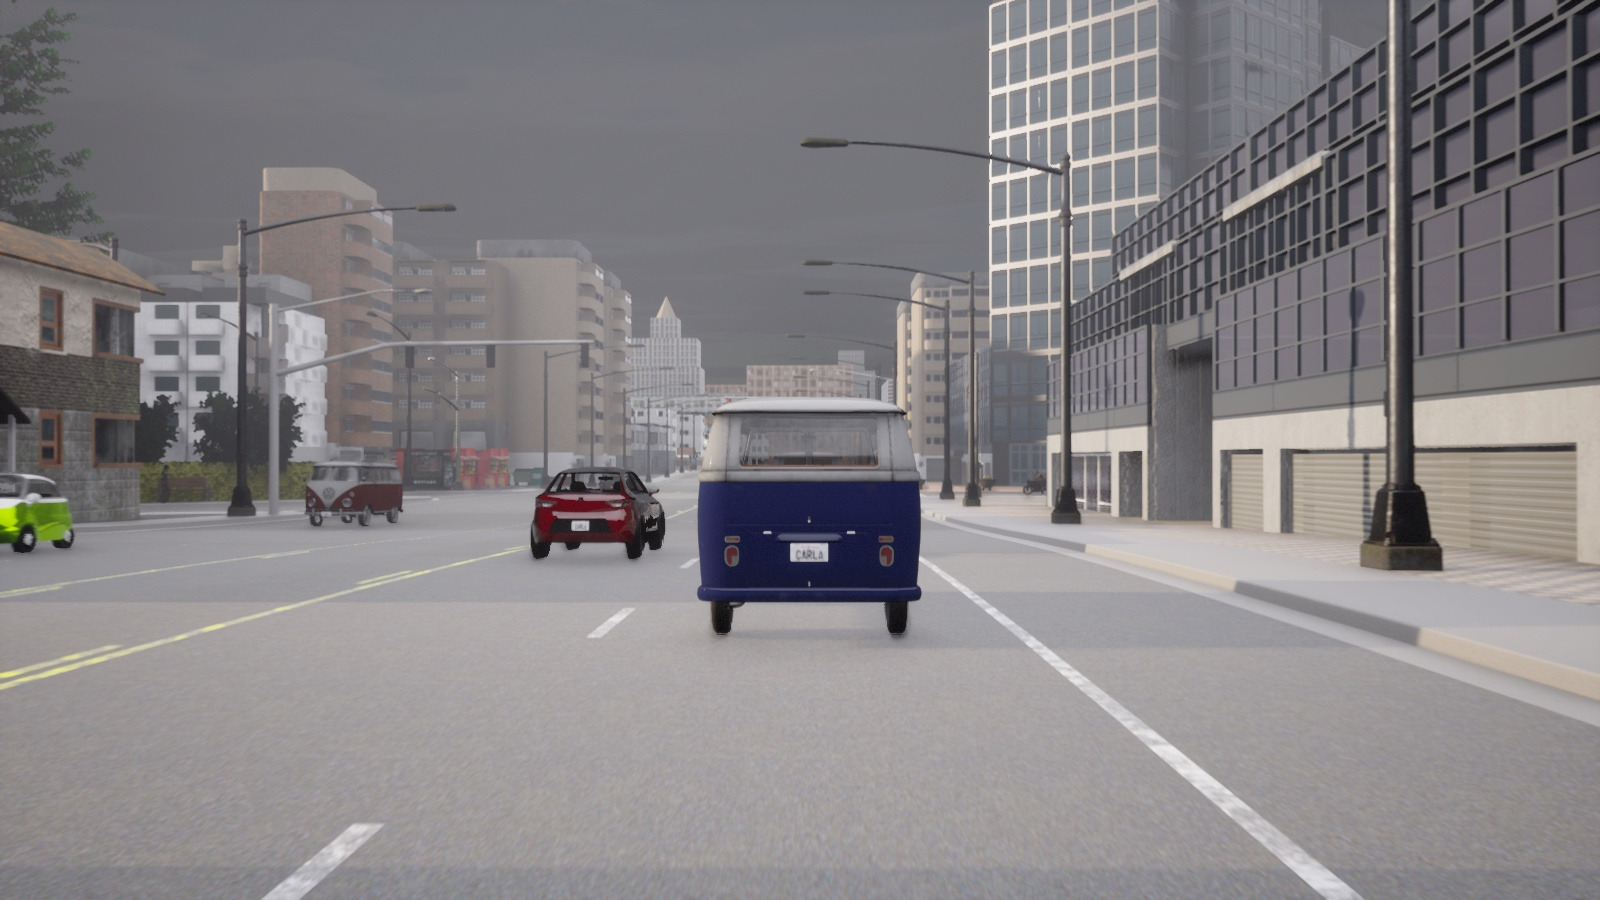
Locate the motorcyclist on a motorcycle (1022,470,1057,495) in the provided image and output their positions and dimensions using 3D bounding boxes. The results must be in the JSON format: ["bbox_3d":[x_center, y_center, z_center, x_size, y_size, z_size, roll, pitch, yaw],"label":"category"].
[{"bbox_3d":[14.750,2.017,77.405,2.044,1.523,0.797,0,0,1],"label":"motorcyclist on a motorcycle"}]

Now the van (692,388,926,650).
[{"bbox_3d":[0.084,0.555,11.758,1.775,1.987,4.442,0,-1,0],"label":"van"}]

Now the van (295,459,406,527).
[{"bbox_3d":[-13.758,1.305,38.687,1.775,1.987,4.442,0,-1,0],"label":"van"}]

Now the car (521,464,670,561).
[{"bbox_3d":[-3.359,1.020,21.376,1.816,1.474,4.193,0,-2,0],"label":"car"}]

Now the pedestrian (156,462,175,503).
[{"bbox_3d":[-29.902,1.531,59.164,0.692,1.930,0.395,0,0,-42],"label":"pedestrian"}]

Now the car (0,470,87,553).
[{"bbox_3d":[-13.855,1.066,21.969,1.481,1.376,2.207,0,-2,0],"label":"car"}]
